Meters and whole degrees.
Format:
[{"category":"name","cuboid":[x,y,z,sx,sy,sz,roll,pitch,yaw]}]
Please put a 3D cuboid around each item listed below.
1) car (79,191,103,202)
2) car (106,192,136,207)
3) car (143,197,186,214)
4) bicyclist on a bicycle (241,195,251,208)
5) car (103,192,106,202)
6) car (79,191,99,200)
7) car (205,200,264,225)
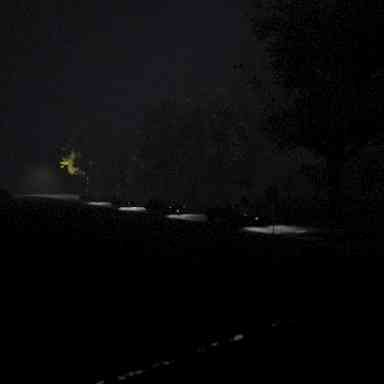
[{"category":"car","cuboid":[-15.732,0.715,50.510,2.128,1.511,4.902,0,1,-33]},{"category":"car","cuboid":[-8.047,1.015,38.535,1.994,1.385,4.181,0,1,-32]},{"category":"car","cuboid":[-2.638,1.157,30.184,2.033,1.411,5.357,0,1,-33]},{"category":"bicyclist on a bicycle","cuboid":[4.688,1.120,29.871,1.656,1.620,0.582,0,1,-33]},{"category":"car","cuboid":[-13.054,0.702,51.645,1.882,1.535,5.008,0,1,-33]},{"category":"car","cuboid":[-18.676,0.548,60.284,2.128,1.511,4.902,0,1,-33]},{"category":"car","cuboid":[2.643,1.287,22.043,1.812,1.442,4.674,0,1,-33]}]
